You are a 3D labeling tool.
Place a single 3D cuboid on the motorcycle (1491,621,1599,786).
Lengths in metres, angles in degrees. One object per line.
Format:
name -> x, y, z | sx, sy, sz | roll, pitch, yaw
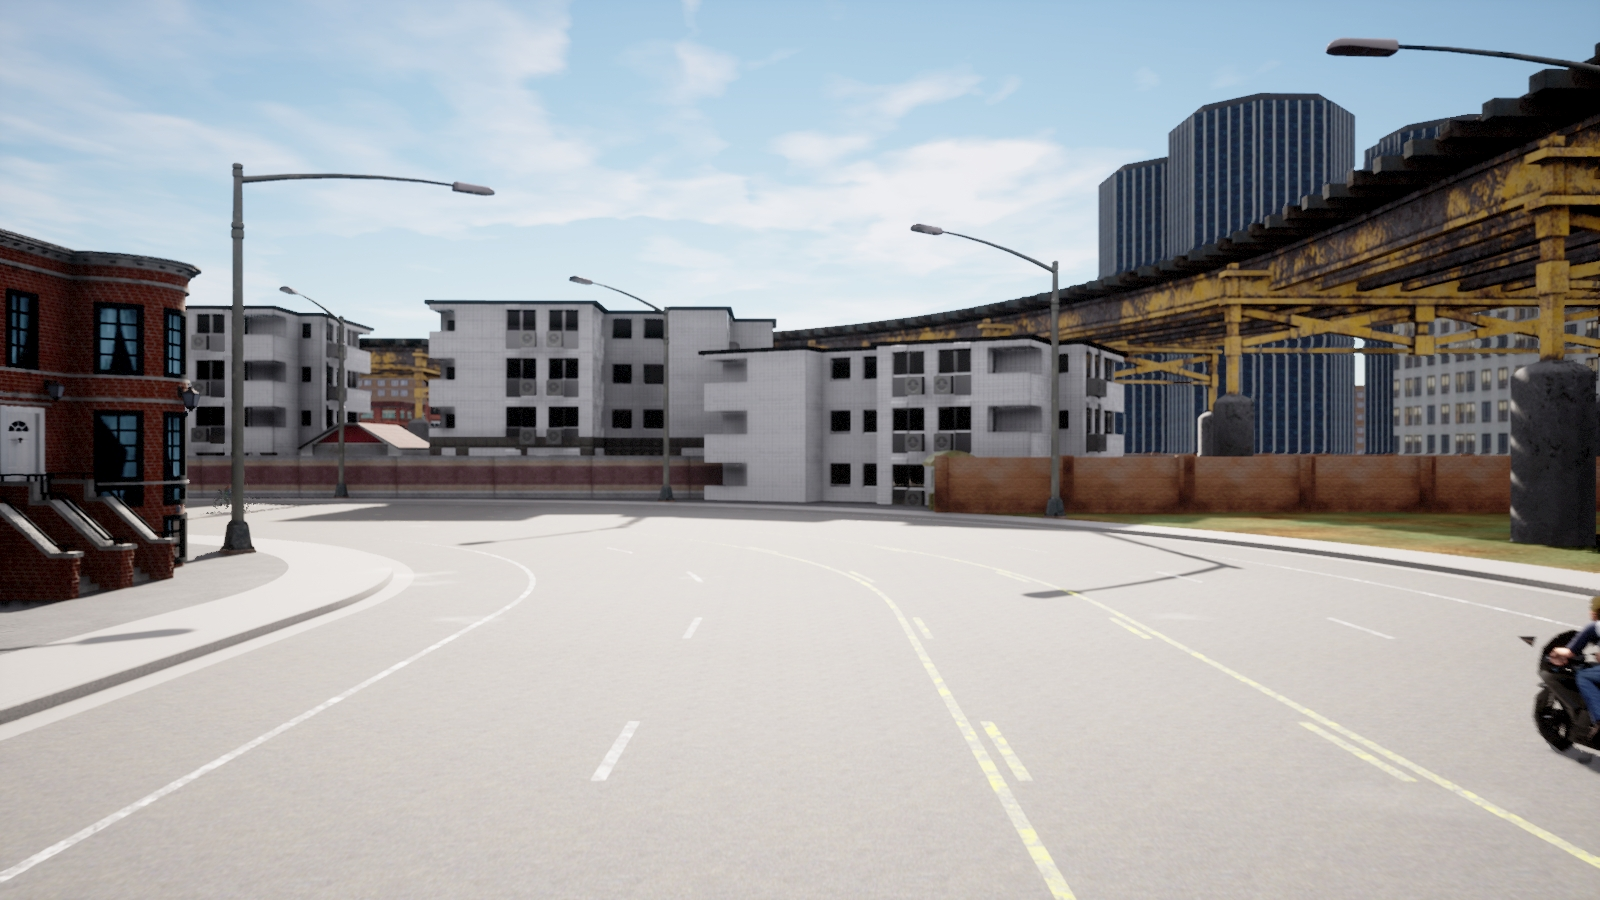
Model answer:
motorcycle -> 7.038, 2.218, 9.956 | 0.803, 1.145, 2.033 | 0, 0, 0
